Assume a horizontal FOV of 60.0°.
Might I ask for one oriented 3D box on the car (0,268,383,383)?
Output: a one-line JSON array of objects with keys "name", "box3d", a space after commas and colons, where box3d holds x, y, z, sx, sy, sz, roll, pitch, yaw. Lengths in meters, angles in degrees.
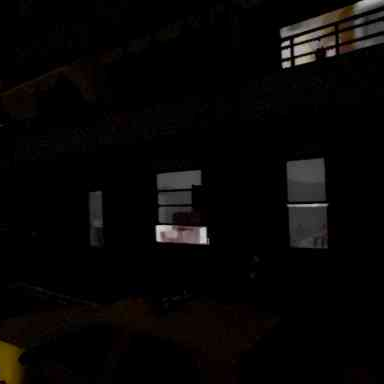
[{"name": "car", "box3d": [-0.387, 1.549, 3.021, 4.829, 1.417, 1.752, -1, -2, 36]}]
